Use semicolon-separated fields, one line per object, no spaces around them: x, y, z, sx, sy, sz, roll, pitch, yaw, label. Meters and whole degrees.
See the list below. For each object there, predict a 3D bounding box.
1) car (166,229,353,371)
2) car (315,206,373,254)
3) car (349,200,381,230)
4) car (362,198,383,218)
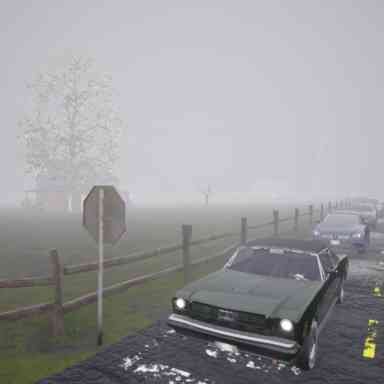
1.559;1.602;5.991;1.895;1.301;4.718;0;0;31;car
6.280;1.529;13.816;1.812;1.442;4.674;0;0;31;car
10.932;1.509;21.536;1.837;1.490;4.892;0;0;31;car
16.274;1.357;30.359;2.097;1.767;4.553;0;0;31;car
